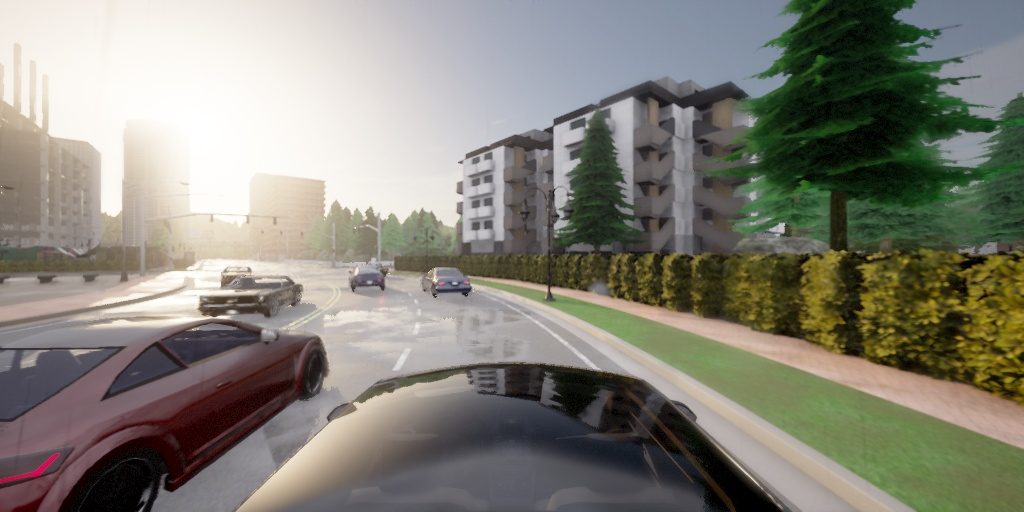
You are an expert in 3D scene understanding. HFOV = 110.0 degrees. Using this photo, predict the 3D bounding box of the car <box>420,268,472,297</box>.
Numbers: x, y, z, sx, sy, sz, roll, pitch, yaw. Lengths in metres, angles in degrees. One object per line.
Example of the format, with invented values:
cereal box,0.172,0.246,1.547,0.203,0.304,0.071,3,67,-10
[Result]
car,-3.609,1.315,19.021,2.033,1.411,5.357,0,0,-22

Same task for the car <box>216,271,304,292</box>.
car,-9.001,1.369,12.786,1.895,1.301,4.718,0,0,-18

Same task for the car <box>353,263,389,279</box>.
car,-13.736,1.391,34.773,1.895,1.301,4.718,0,0,-40

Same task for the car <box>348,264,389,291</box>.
car,-8.974,1.301,22.051,1.812,1.442,4.674,0,0,-27

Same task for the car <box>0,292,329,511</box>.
car,-3.676,1.319,3.752,1.994,1.385,4.181,0,0,-4

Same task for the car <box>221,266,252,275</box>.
car,-19.109,1.401,25.020,1.895,1.301,4.718,0,0,-39
